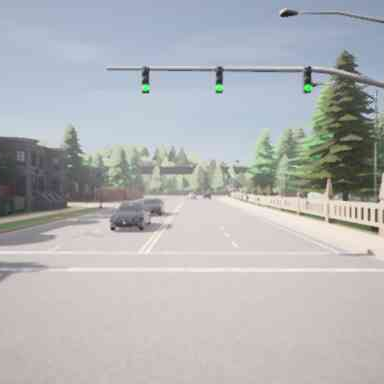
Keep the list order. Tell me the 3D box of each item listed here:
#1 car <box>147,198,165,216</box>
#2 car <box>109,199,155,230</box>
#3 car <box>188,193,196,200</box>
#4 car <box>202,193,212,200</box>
[{"bbox_3d":[-3.554,1.309,30.356,1.837,1.490,4.892,0,0,0],"label":"car"},{"bbox_3d":[-3.587,1.376,19.987,1.837,1.490,4.892,0,0,0],"label":"car"},{"bbox_3d":[0.032,0.943,77.820,1.812,1.442,4.674,0,0,0],"label":"car"},{"bbox_3d":[3.532,0.919,77.819,1.837,1.490,4.892,0,0,0],"label":"car"}]
